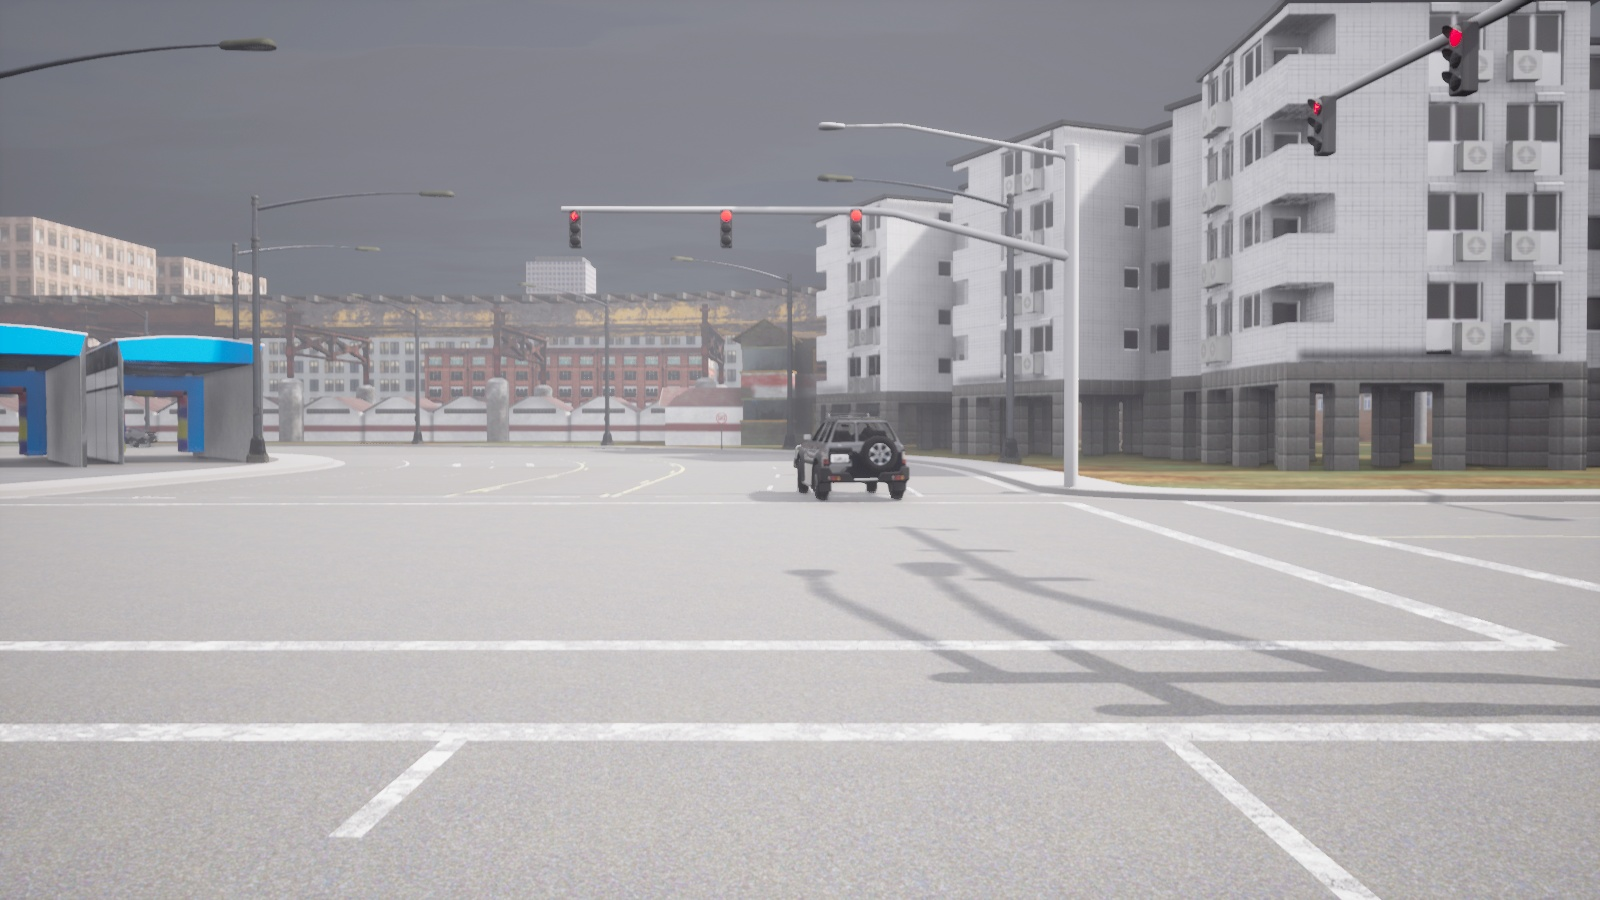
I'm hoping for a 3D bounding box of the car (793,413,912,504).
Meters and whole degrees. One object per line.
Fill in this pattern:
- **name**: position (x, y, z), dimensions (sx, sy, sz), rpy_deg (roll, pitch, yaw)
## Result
- **car**: position (1.074, 0.123, 28.195), dimensions (1.932, 1.855, 4.605), rpy_deg (0, 1, -7)
